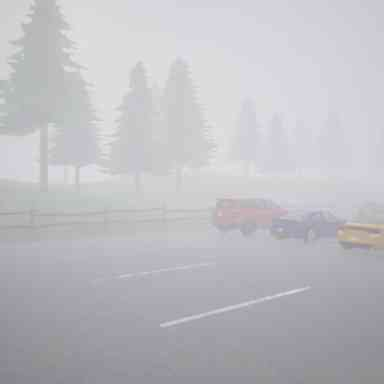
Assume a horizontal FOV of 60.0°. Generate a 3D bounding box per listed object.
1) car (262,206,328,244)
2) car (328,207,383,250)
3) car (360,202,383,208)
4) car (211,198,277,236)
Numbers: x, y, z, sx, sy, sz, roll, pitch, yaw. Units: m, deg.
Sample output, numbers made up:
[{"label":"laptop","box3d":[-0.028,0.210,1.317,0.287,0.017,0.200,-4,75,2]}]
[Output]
[{"label":"car","box3d":[6.096,1.615,16.810,5.008,1.535,1.882,0,0,-35]},{"label":"car","box3d":[8.133,1.615,13.963,5.008,1.535,1.882,0,0,-35]},{"label":"car","box3d":[15.955,1.624,28.149,4.553,1.767,2.097,1,-1,-35]},{"label":"car","box3d":[3.686,1.349,19.397,5.566,2.045,2.150,0,0,-35]}]
